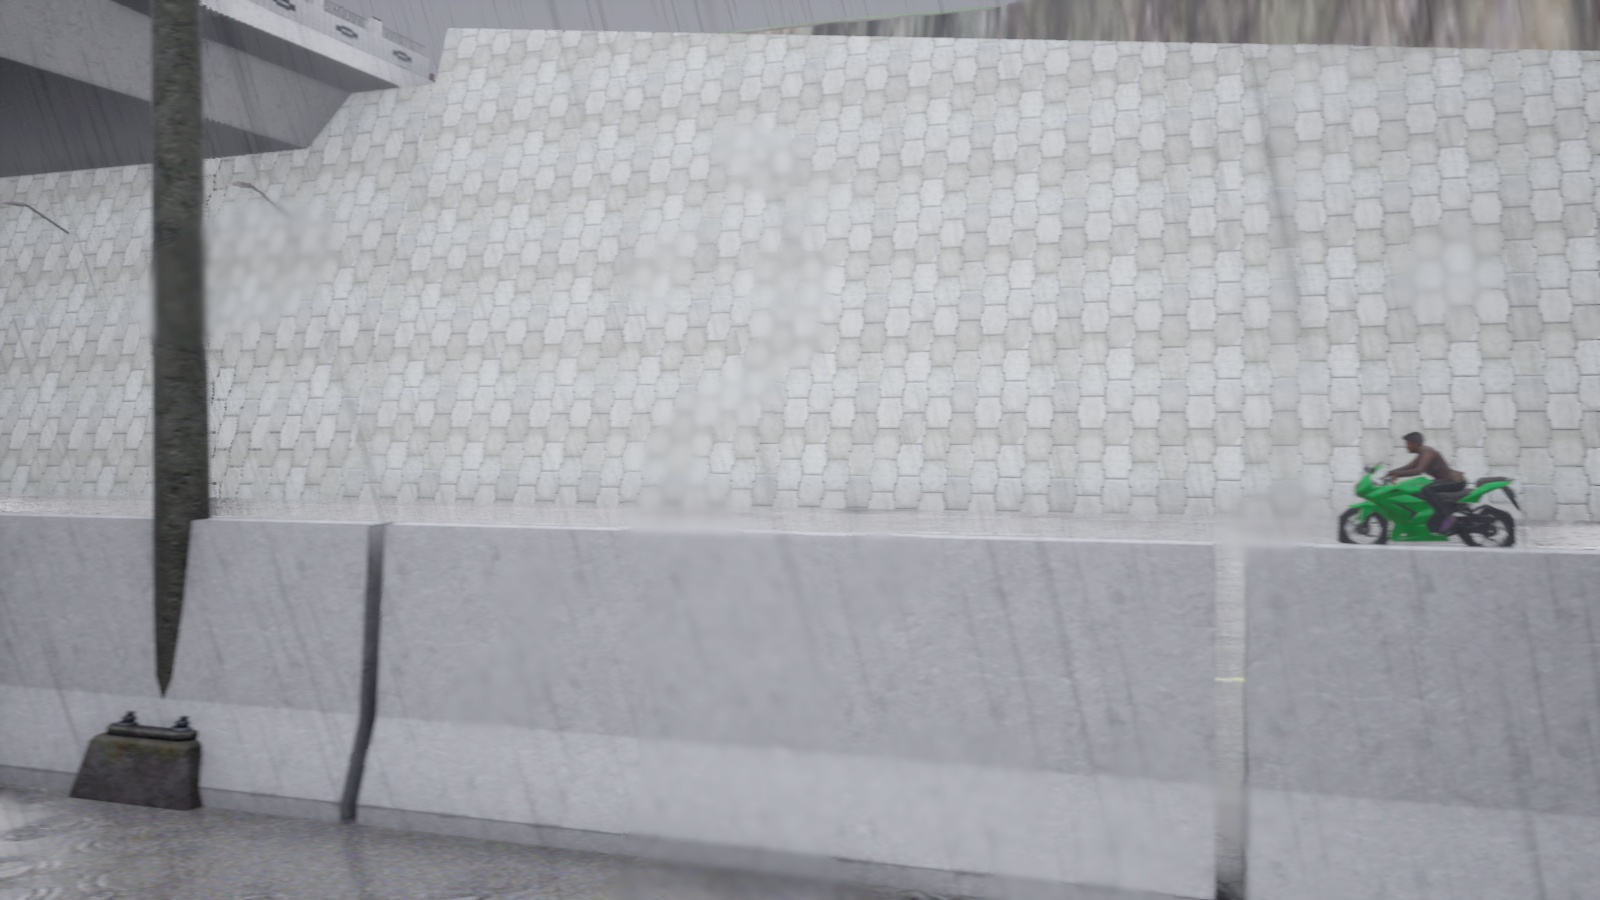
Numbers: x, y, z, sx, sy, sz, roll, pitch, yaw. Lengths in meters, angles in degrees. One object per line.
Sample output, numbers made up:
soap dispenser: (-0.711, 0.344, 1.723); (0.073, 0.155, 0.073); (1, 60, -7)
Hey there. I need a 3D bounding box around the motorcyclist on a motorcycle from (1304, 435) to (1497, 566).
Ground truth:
motorcyclist on a motorcycle: (7.353, 0.588, 15.489); (2.044, 1.523, 0.797); (0, 1, 19)
